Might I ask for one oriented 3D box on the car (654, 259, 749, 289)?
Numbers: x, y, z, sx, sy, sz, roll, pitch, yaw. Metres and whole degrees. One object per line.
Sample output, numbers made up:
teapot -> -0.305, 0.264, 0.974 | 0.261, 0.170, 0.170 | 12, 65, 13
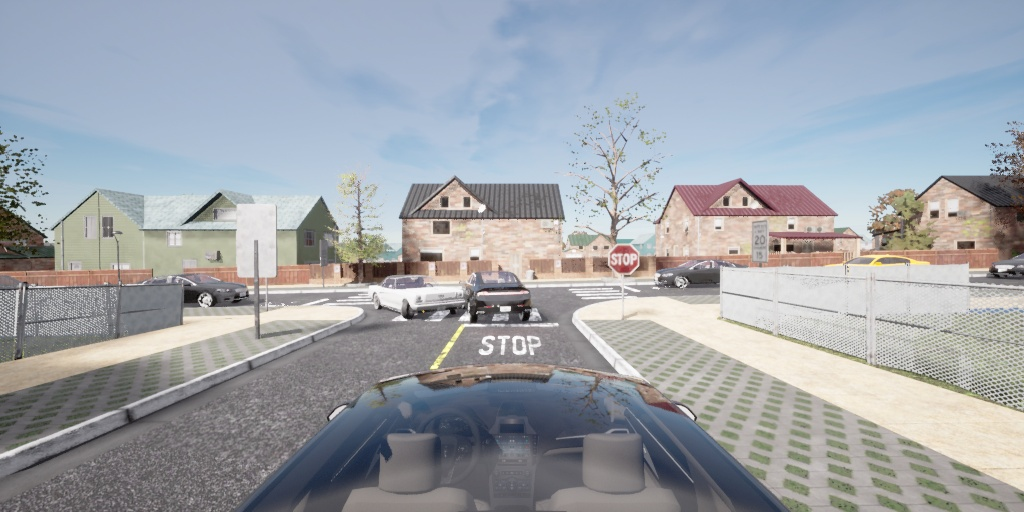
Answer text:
car -> 10.331, 0.926, 19.612 | 4.902, 1.511, 2.128 | -1, 1, 0

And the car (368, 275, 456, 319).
car -> -3.602, 1.368, 13.064 | 1.895, 1.301, 4.718 | 0, 0, -38

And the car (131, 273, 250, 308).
car -> -14.902, 1.567, 16.560 | 4.902, 1.511, 2.128 | -1, 1, 0

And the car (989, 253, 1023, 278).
car -> 29.386, 0.478, 19.684 | 4.902, 1.511, 2.128 | -1, 1, 0

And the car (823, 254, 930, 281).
car -> 19.762, 0.691, 19.648 | 5.008, 1.535, 1.882 | -1, 1, -1

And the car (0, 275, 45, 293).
car -> -24.239, 1.648, 16.519 | 4.553, 1.767, 2.097 | -1, 1, 0

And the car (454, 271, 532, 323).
car -> -0.685, 1.243, 12.204 | 2.128, 1.511, 4.902 | 0, 0, -12
